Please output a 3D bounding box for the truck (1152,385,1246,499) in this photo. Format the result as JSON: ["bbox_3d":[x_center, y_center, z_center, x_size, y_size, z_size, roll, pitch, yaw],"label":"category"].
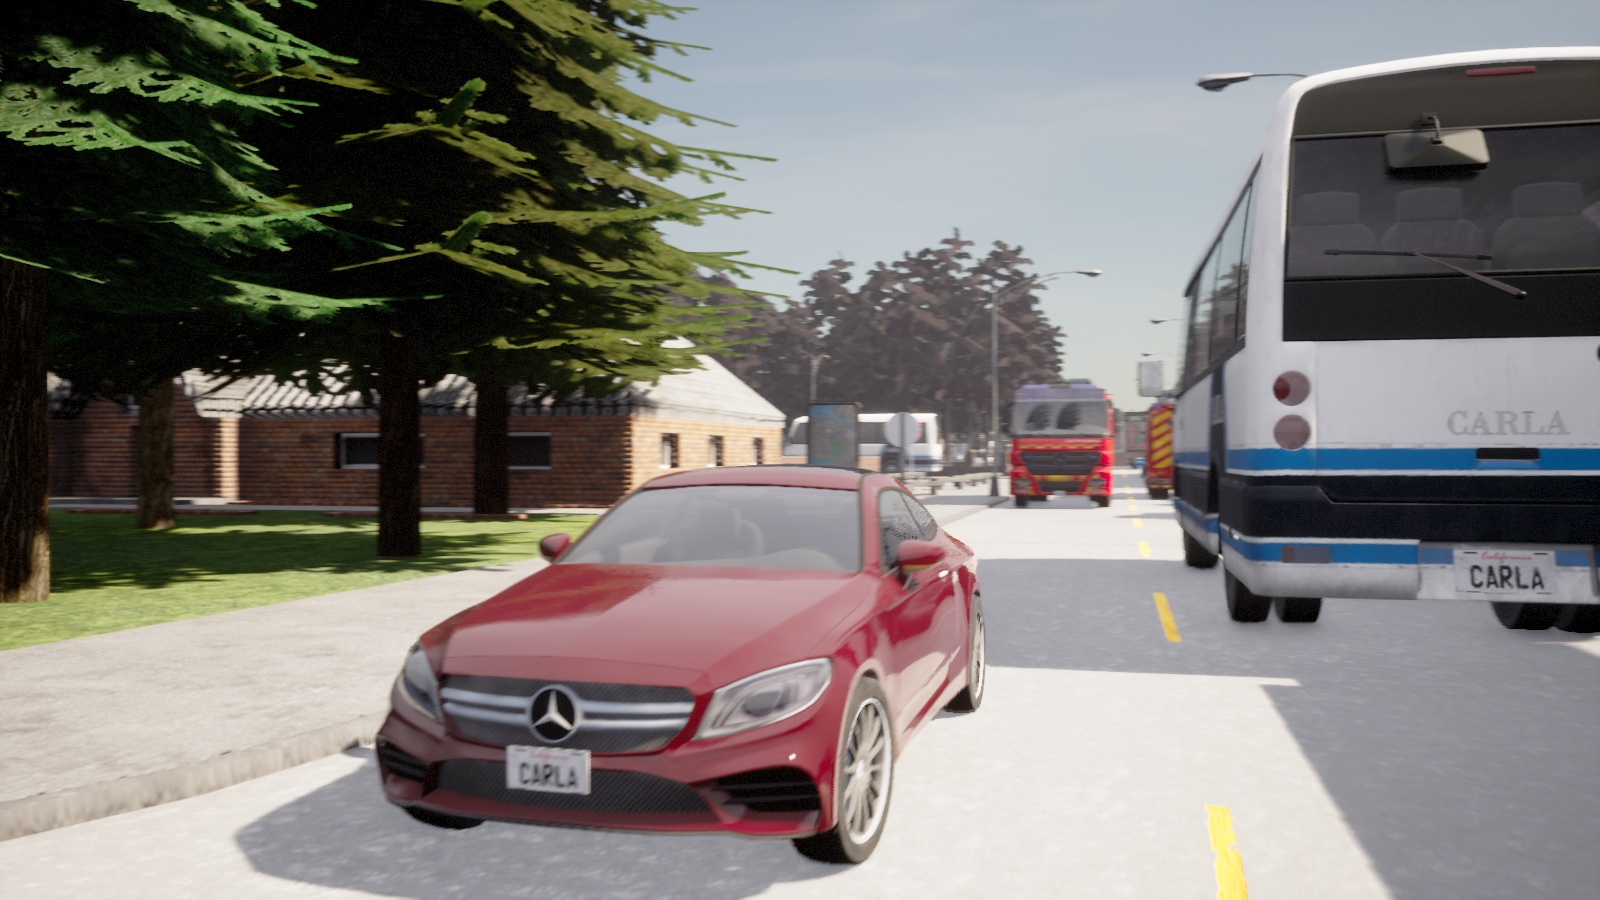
[{"bbox_3d":[14.708,-0.241,46.776,2.891,3.827,8.468,0,0,15],"label":"truck"}]

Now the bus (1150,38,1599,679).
[{"bbox_3d":[5.962,-0.587,13.464,3.944,4.253,10.273,0,0,14],"label":"bus"}]

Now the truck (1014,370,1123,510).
[{"bbox_3d":[8.449,-0.257,38.756,2.891,3.827,8.468,0,0,15],"label":"truck"}]

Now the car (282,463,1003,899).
[{"bbox_3d":[-0.214,0.803,6.233,1.812,1.442,4.674,0,0,17],"label":"car"}]

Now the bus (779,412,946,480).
[{"bbox_3d":[4.125,-0.230,81.974,10.273,4.253,3.944,0,0,13],"label":"bus"}]
